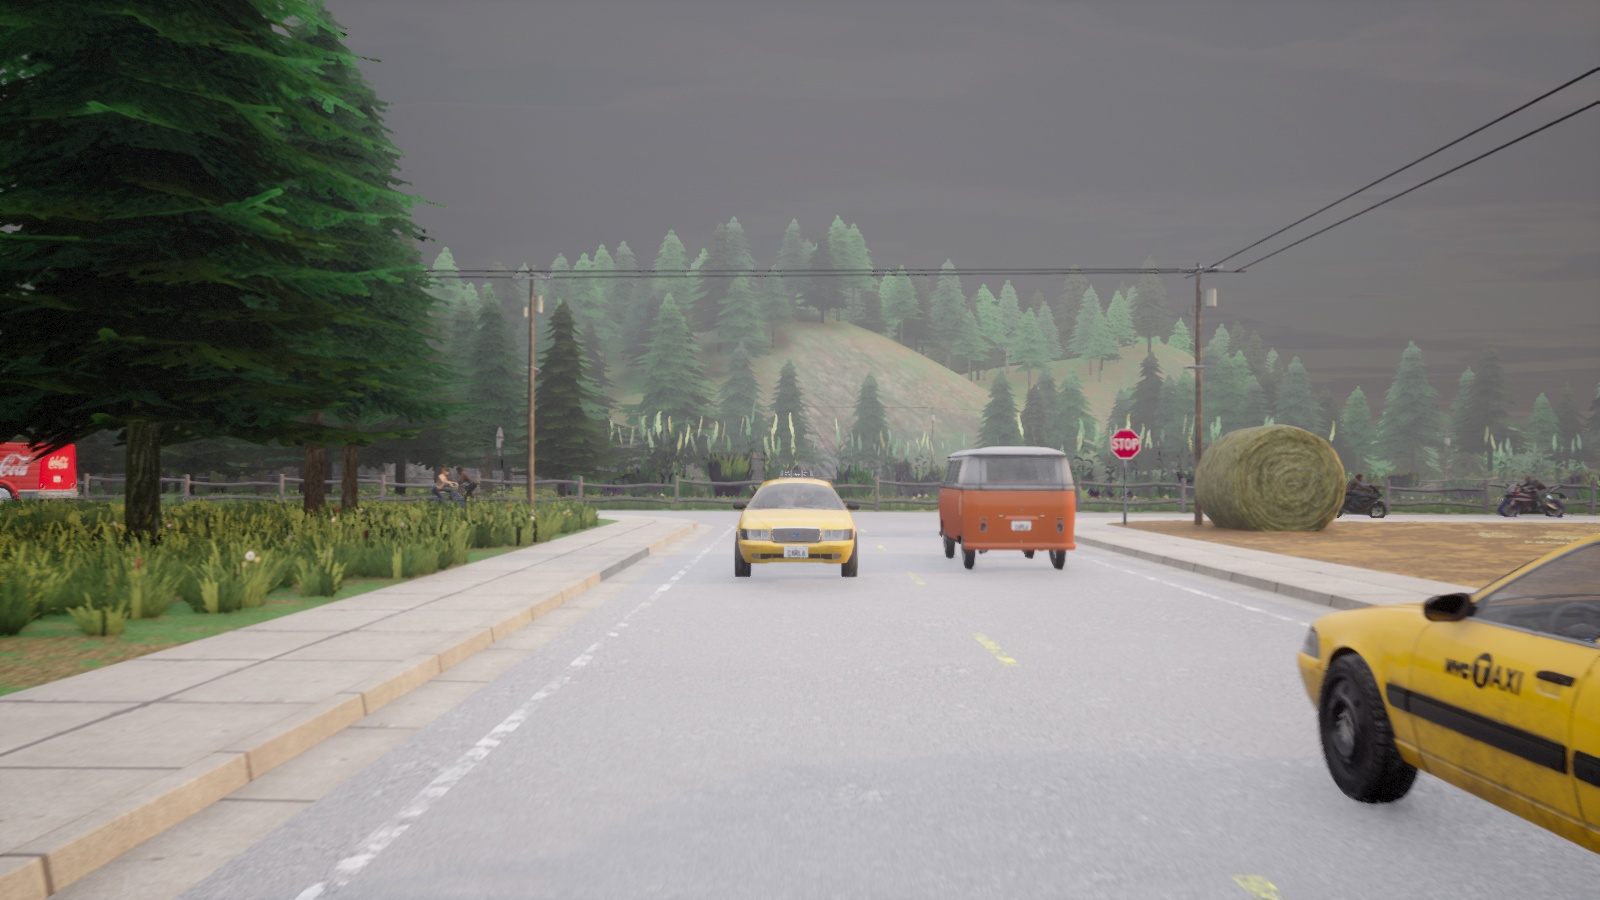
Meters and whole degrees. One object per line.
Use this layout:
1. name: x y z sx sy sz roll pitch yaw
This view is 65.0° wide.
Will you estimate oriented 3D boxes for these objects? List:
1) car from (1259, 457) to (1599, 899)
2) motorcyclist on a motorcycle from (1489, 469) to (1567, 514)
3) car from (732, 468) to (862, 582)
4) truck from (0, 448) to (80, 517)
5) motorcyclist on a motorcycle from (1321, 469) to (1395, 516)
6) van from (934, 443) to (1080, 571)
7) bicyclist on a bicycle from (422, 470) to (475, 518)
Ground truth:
1. car: 3.489 0.813 4.362 1.801 1.575 5.366 0 -1 0
2. motorcyclist on a motorcycle: 25.457 1.452 43.937 2.191 1.530 0.866 0 -1 2
3. car: -0.049 1.093 20.125 1.801 1.575 5.366 0 -1 0
4. truck: -29.845 1.197 46.203 5.204 2.467 2.627 0 -1 1
5. motorcyclist on a motorcycle: 18.097 1.376 40.770 2.044 1.523 0.797 0 -1 3
6. van: 3.446 0.919 21.733 1.775 1.987 4.442 0 -1 0
7. bicyclist on a bicycle: -11.793 1.473 42.176 1.509 1.612 0.866 0 -1 3
